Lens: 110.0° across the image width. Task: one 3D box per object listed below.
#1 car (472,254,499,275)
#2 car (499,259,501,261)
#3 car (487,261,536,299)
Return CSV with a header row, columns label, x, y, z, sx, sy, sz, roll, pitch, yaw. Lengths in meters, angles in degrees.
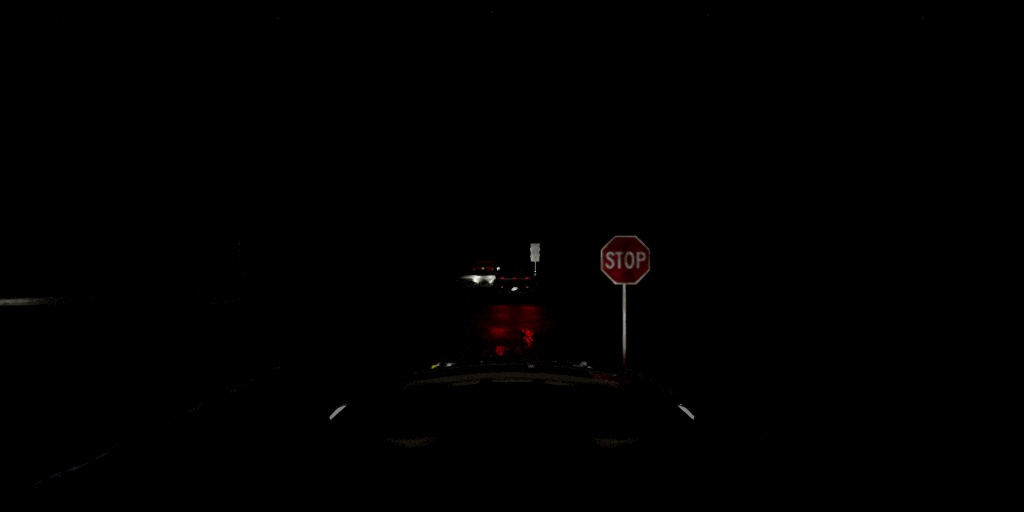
label,x,y,z,sx,sy,sz,roll,pitch,yaw
car,-2.786,0.815,37.030,2.150,2.045,5.566,0,0,0
car,-2.720,0.979,56.390,1.882,1.535,5.008,0,0,0
car,0.121,1.173,17.640,2.128,1.511,4.902,0,0,0
